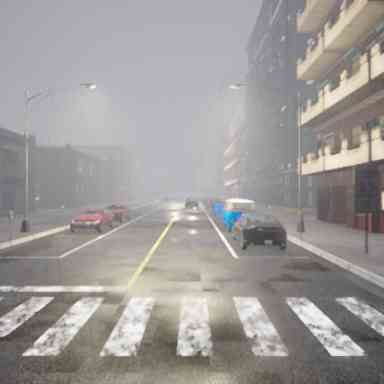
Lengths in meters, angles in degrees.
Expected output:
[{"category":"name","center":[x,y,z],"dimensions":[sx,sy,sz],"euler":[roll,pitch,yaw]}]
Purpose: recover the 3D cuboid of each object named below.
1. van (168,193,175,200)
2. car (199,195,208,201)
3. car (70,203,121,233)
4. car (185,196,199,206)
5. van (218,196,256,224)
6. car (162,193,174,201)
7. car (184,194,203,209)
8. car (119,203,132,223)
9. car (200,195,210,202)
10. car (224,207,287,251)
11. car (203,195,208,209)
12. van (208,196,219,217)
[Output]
[{"category":"van","center":[-5.672,1.137,91.991],"dimensions":[1.690,1.788,3.998],"euler":[1,0,0]},{"category":"car","center":[2.704,1.380,80.873],"dimensions":[2.008,1.369,4.403],"euler":[1,0,0]},{"category":"car","center":[-5.679,1.552,19.448],"dimensions":[1.802,1.307,4.206],"euler":[1,0,0]},{"category":"car","center":[0.000,1.393,53.811],"dimensions":[2.128,1.511,4.902],"euler":[0,0,0]},{"category":"van","center":[2.705,1.311,19.483],"dimensions":[1.690,1.788,3.998],"euler":[1,0,0]},{"category":"car","center":[-5.677,1.411,75.251],"dimensions":[1.947,1.339,4.313],"euler":[1,0,0]},{"category":"car","center":[0.001,1.417,43.389],"dimensions":[2.128,1.511,4.902],"euler":[0,0,0]},{"category":"car","center":[-5.678,1.506,25.029],"dimensions":[1.887,1.381,4.507],"euler":[1,0,0]},{"category":"car","center":[2.704,1.405,69.712],"dimensions":[1.887,1.381,4.507],"euler":[1,0,0]},{"category":"car","center":[2.702,1.530,13.904],"dimensions":[2.008,1.369,4.403],"euler":[1,0,0]},{"category":"car","center":[2.703,1.454,41.977],"dimensions":[1.752,1.417,4.829],"euler":[1,0,0]},{"category":"van","center":[2.705,1.292,30.646],"dimensions":[1.690,1.788,3.998],"euler":[1,0,0]}]
